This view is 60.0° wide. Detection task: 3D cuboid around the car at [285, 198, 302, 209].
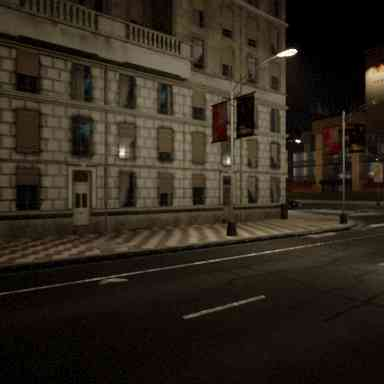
[{"bbox_3d":[12.282,1.477,44.140,2.128,1.511,4.902,0,0,-36],"label":"car"}]
